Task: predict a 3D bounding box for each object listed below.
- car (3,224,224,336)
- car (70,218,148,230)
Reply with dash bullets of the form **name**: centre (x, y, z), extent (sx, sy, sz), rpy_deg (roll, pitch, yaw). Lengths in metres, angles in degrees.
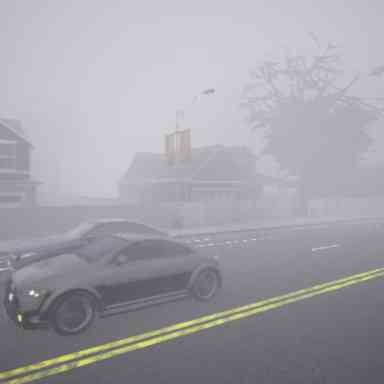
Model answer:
- **car**: centre (-1.381, 1.561, 6.692), extent (4.181, 1.385, 1.994), rpy_deg (0, 0, -35)
- **car**: centre (-2.706, 1.523, 9.738), extent (4.674, 1.442, 1.812), rpy_deg (0, 0, -36)
